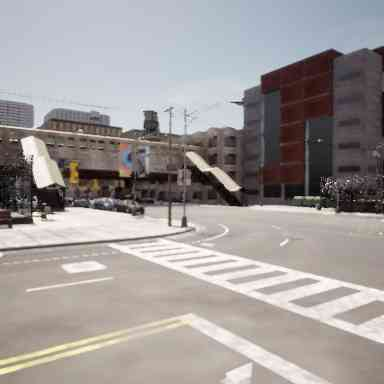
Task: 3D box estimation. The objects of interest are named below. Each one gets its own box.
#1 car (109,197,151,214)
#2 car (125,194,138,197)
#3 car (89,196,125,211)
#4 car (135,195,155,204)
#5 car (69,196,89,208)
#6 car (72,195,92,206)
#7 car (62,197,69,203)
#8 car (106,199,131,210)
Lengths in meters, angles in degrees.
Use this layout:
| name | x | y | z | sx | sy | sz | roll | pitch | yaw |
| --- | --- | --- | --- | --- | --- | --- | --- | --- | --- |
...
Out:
| name | x | y | z | sx | sy | sz | roll | pitch | yaw |
| --- | --- | --- | --- | --- | --- | --- | --- | --- | --- |
| car | -6.882 | 1.608 | 36.377 | 2.097 | 1.535 | 5.008 | 1 | 0 | -35 |
| car | -13.860 | 1.497 | 75.232 | 2.435 | 2.045 | 5.566 | 1 | 0 | -35 |
| car | -10.683 | 1.482 | 41.560 | 2.185 | 1.767 | 4.553 | 1 | 0 | -35 |
| car | -9.581 | 1.863 | 69.199 | 1.895 | 1.301 | 4.718 | 1 | 0 | -35 |
| car | -16.838 | 1.610 | 50.404 | 2.231 | 1.521 | 4.892 | 1 | 0 | -25 |
| car | -19.912 | 1.507 | 60.136 | 2.097 | 1.767 | 4.553 | 1 | 0 | -34 |
| car | -26.904 | 1.697 | 70.230 | 2.033 | 1.411 | 5.357 | 1 | 0 | -35 |
| car | -10.179 | 1.716 | 45.975 | 1.994 | 1.385 | 4.181 | 1 | 0 | -35 |
